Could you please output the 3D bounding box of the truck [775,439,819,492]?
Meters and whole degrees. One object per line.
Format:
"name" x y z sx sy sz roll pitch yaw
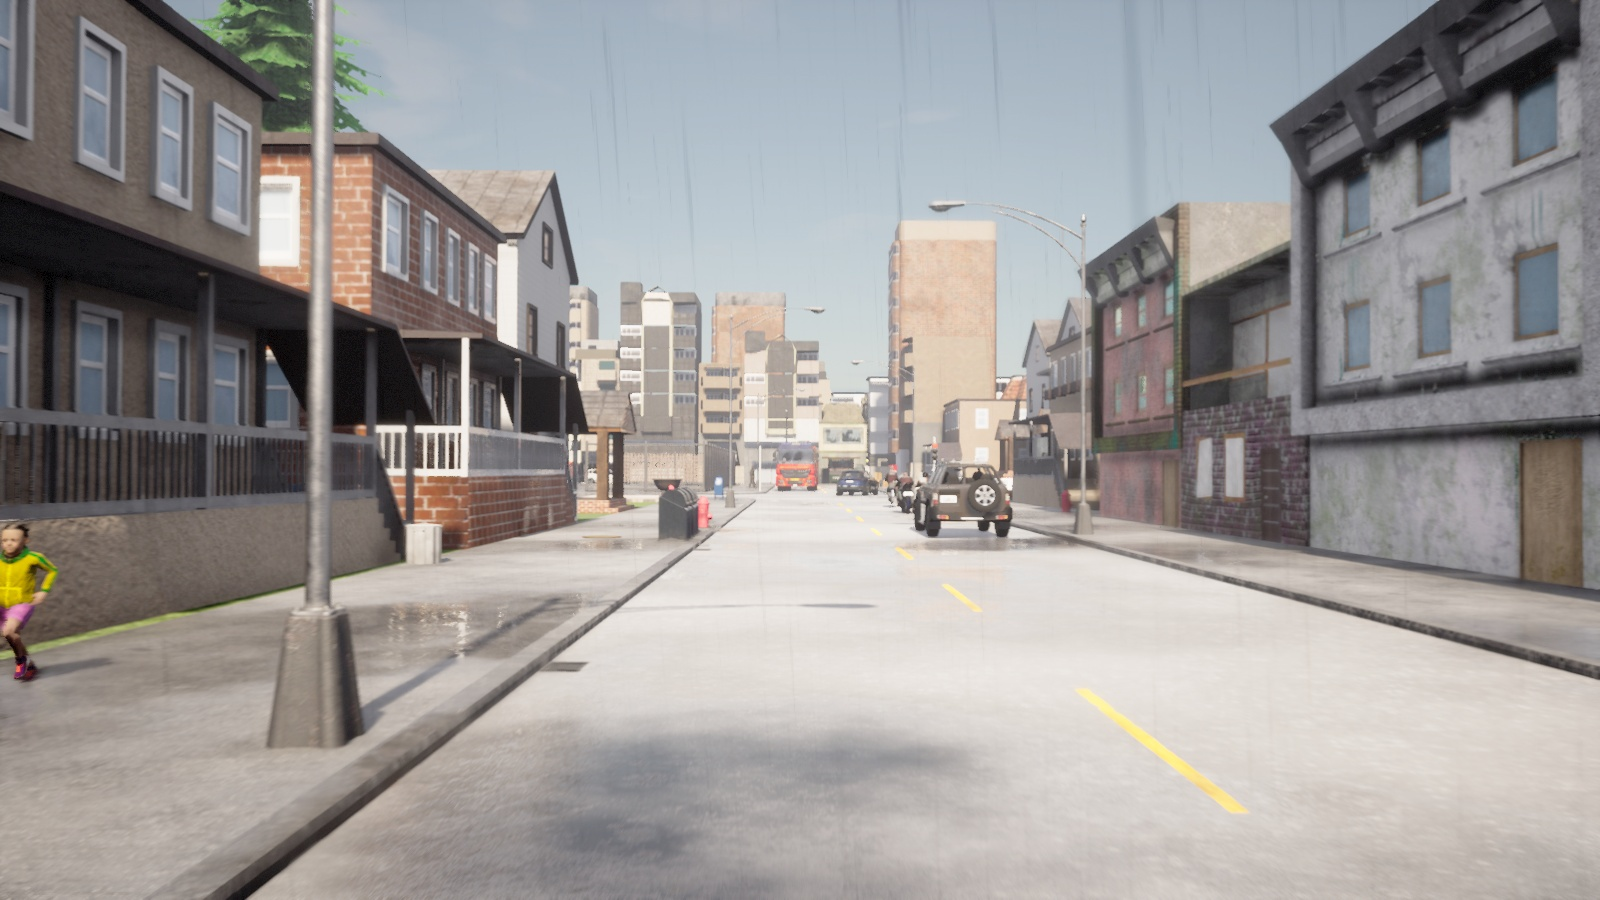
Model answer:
"truck" -0.148 1.221 95.816 2.891 3.827 8.468 0 -1 3

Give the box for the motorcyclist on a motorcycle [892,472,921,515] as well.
"motorcyclist on a motorcycle" 3.893 1.591 46.212 0.866 1.530 2.191 0 -1 0

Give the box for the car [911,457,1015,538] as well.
"car" 3.929 1.123 30.940 1.932 1.855 4.605 0 -1 0

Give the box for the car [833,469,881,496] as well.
"car" 3.631 2.019 78.620 2.033 1.649 4.856 0 -1 14

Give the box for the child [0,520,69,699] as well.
"child" -5.249 1.065 8.535 0.299 1.160 0.473 0 -1 -3
